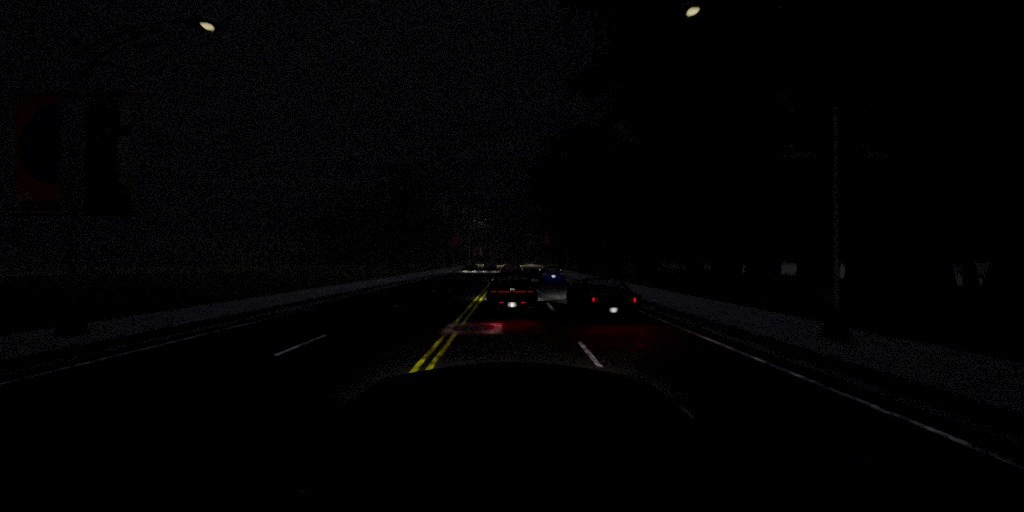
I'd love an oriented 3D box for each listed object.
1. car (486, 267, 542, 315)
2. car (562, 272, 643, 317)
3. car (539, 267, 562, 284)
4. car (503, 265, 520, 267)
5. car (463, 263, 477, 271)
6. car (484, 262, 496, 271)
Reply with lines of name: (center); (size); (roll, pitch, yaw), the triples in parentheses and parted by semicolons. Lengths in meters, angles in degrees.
car: (0.022, 1.369, 14.311); (1.837, 1.490, 4.892); (0, 0, 0)
car: (3.267, 1.458, 13.690); (1.895, 1.301, 4.718); (0, 0, 0)
car: (3.211, 1.552, 29.556); (1.994, 1.385, 4.181); (0, 0, 0)
car: (-0.037, 1.473, 30.535); (1.882, 1.535, 5.008); (0, 0, 0)
car: (-6.888, 1.787, 59.670); (2.033, 1.411, 5.357); (0, 0, 0)
car: (-3.646, 1.718, 59.919); (1.882, 1.535, 5.008); (0, 0, 0)
